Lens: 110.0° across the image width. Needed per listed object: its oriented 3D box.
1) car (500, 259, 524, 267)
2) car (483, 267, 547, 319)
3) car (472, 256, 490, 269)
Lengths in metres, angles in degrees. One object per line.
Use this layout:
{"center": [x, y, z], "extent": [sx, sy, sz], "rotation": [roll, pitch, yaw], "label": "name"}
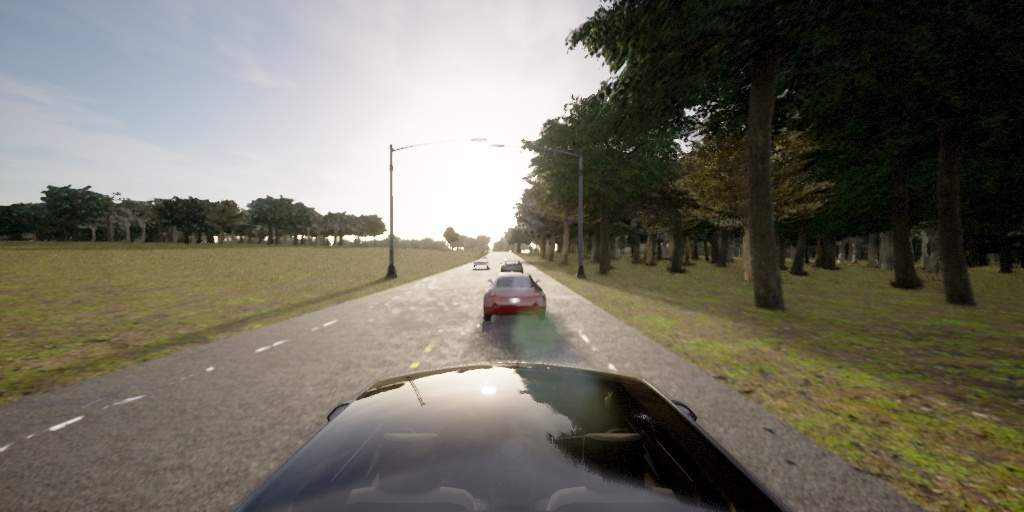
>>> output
{"center": [-0.020, 0.966, 30.811], "extent": [2.128, 1.511, 4.902], "rotation": [0, 1, 0], "label": "car"}
{"center": [0.077, 1.244, 12.420], "extent": [1.994, 1.385, 4.181], "rotation": [0, 0, 0], "label": "car"}
{"center": [-3.739, 0.680, 44.050], "extent": [2.033, 1.411, 5.357], "rotation": [0, 1, -1], "label": "car"}
